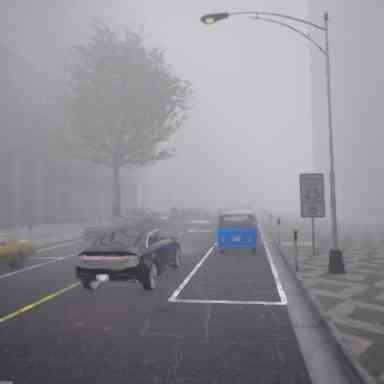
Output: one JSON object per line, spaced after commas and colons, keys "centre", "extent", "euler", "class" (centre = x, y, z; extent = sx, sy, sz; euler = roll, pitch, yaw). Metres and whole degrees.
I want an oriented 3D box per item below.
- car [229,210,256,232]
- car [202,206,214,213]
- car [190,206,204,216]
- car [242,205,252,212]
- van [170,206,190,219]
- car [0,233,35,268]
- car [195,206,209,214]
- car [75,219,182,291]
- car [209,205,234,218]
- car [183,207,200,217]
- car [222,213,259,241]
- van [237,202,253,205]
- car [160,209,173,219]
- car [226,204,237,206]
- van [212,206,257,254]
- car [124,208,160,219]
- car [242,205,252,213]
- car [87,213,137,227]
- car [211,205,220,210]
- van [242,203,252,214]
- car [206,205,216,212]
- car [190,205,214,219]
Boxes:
{"centre": [3.944, 2.197, 25.688], "extent": [1.887, 1.381, 4.507], "euler": [-2, -2, 10], "class": "car"}
{"centre": [3.556, 3.727, 72.976], "extent": [2.008, 1.369, 4.403], "euler": [-2, -2, 10], "class": "car"}
{"centre": [0.918, 3.284, 57.880], "extent": [1.752, 1.417, 4.829], "euler": [-2, -2, 10], "class": "car"}
{"centre": [11.395, 3.387, 68.332], "extent": [1.947, 1.339, 4.313], "euler": [-2, -2, 10], "class": "car"}
{"centre": [-1.787, 2.675, 42.429], "extent": [1.690, 1.788, 3.998], "euler": [-2, -2, 10], "class": "van"}
{"centre": [-7.277, 2.010, 11.005], "extent": [1.752, 1.417, 4.829], "euler": [-2, -2, 10], "class": "car"}
{"centre": [1.858, 3.457, 63.255], "extent": [2.008, 1.369, 4.403], "euler": [-2, -2, 10], "class": "car"}
{"centre": [-1.618, 1.794, 9.913], "extent": [2.128, 1.511, 4.902], "euler": [-2, -2, 10], "class": "car"}
{"centre": [3.773, 2.673, 40.440], "extent": [2.033, 1.411, 5.357], "euler": [-2, -2, 10], "class": "car"}
{"centre": [0.038, 3.186, 52.837], "extent": [1.947, 1.339, 4.313], "euler": [-2, -2, 10], "class": "car"}
{"centre": [3.014, 2.074, 20.357], "extent": [1.947, 1.339, 4.313], "euler": [-2, -2, 10], "class": "car"}
{"centre": [7.665, 2.575, 47.017], "extent": [1.690, 1.788, 3.998], "euler": [-2, -2, 10], "class": "van"}
{"centre": [-3.602, 2.601, 32.006], "extent": [2.008, 1.369, 4.403], "euler": [-2, -2, 10], "class": "car"}
{"centre": [5.457, 2.947, 50.396], "extent": [2.033, 1.411, 5.357], "euler": [-2, -2, 10], "class": "car"}
{"centre": [2.077, 1.706, 15.033], "extent": [1.690, 1.788, 3.998], "euler": [-2, -2, 10], "class": "van"}
{"centre": [-4.517, 2.224, 26.805], "extent": [2.192, 1.841, 5.009], "euler": [-2, -2, 10], "class": "car"}
{"centre": [10.492, 3.204, 63.170], "extent": [1.752, 1.417, 4.829], "euler": [-2, -2, 10], "class": "car"}
{"centre": [-5.421, 2.313, 21.589], "extent": [1.887, 1.381, 4.507], "euler": [-2, -2, 10], "class": "car"}
{"centre": [6.366, 4.175, 89.060], "extent": [2.008, 1.369, 4.403], "euler": [-2, -2, 10], "class": "car"}
{"centre": [9.527, 2.868, 57.678], "extent": [1.690, 1.788, 3.998], "euler": [-2, -2, 10], "class": "van"}
{"centre": [4.493, 3.870, 78.337], "extent": [1.887, 1.381, 4.507], "euler": [-2, -2, 10], "class": "car"}
{"centre": [1.483, 2.825, 45.090], "extent": [2.128, 1.511, 4.902], "euler": [-2, -2, 10], "class": "car"}
